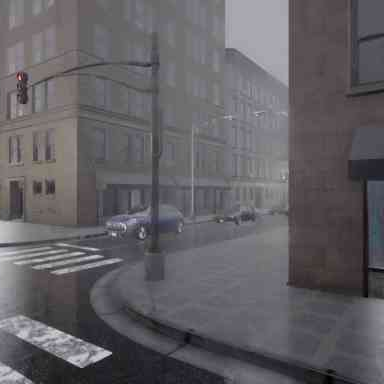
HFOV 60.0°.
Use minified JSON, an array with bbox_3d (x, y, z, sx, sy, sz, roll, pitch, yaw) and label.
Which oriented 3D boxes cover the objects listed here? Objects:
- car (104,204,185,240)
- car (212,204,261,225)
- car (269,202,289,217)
[{"bbox_3d":[-2.386,1.432,17.572,2.097,1.767,4.553,0,0,35],"label":"car"},{"bbox_3d":[3.653,1.686,26.075,2.033,1.411,5.357,0,0,35],"label":"car"},{"bbox_3d":[9.842,1.743,34.757,2.033,1.411,5.357,0,0,36],"label":"car"}]
